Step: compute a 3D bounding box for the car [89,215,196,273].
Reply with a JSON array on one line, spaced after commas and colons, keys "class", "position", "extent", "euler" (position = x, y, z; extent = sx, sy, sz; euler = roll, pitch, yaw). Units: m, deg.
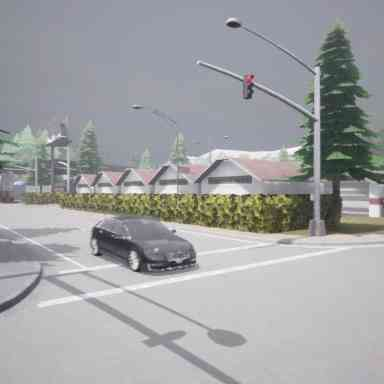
[{"class": "car", "position": [-1.821, 1.580, 10.989], "extent": [1.837, 1.490, 4.892], "euler": [0, 1, -38]}]
